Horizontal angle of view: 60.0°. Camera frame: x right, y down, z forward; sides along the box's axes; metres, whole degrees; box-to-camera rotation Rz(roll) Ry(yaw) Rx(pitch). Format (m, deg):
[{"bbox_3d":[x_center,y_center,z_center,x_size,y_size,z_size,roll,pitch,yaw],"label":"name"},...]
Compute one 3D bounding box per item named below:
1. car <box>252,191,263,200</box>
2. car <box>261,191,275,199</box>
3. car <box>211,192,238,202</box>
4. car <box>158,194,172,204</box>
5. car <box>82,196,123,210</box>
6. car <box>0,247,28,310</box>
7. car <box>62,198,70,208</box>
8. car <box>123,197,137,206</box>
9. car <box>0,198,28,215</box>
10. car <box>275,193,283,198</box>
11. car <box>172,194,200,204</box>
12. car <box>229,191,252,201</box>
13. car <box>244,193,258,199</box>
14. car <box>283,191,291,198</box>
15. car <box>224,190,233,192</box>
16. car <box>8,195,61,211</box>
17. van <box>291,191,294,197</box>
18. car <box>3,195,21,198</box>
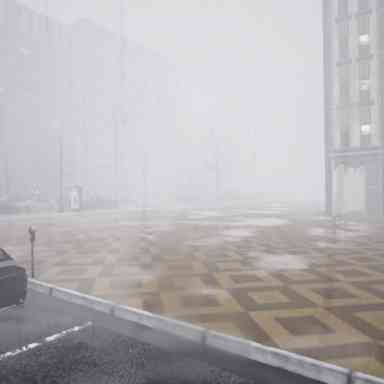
[{"bbox_3d":[12.419,1.041,68.637,1.802,1.307,4.206,-1,0,36],"label":"car"},{"bbox_3d":[15.657,0.736,73.114,2.192,1.841,5.009,-1,0,36],"label":"car"},{"bbox_3d":[5.938,1.088,59.681,2.008,1.369,4.403,-1,0,36],"label":"car"},{"bbox_3d":[-3.625,1.159,56.268,1.882,1.535,5.008,-1,0,36],"label":"car"},{"bbox_3d":[-10.266,1.181,37.292,1.967,1.590,4.097,-1,0,36],"label":"car"},{"bbox_3d":[-4.979,1.552,6.596,4.403,1.369,2.008,0,-1,35],"label":"car"},{"bbox_3d":[-17.053,1.409,42.207,1.887,1.381,4.507,0,0,36],"label":"car"},{"bbox_3d":[-10.143,1.365,47.337,1.895,1.301,4.718,-1,0,36],"label":"car"},{"bbox_3d":[-16.746,1.408,28.336,1.802,1.307,4.206,-1,0,36],"label":"car"},{"bbox_3d":[18.900,0.933,77.592,2.008,1.369,4.403,-1,0,36],"label":"car"},{"bbox_3d":[-0.545,1.057,50.725,1.967,1.590,4.097,-1,0,36],"label":"car"},{"bbox_3d":[9.178,1.043,64.159,1.887,1.381,4.507,-1,0,36],"label":"car"},{"bbox_3d":[15.354,1.034,86.985,1.947,1.339,4.313,-1,0,36],"label":"car"},{"bbox_3d":[22.141,0.927,82.070,1.802,1.307,4.206,-1,0,36],"label":"car"},{"bbox_3d":[8.210,0.737,67.268,2.150,2.045,5.566,-1,-1,36],"label":"car"},{"bbox_3d":[-17.481,1.385,37.231,1.812,1.442,4.674,-1,0,36],"label":"car"},{"bbox_3d":[25.380,0.650,86.548,1.690,1.788,3.998,-1,0,36],"label":"van"},{"bbox_3d":[-20.296,1.222,37.728,2.192,1.841,5.009,0,0,36],"label":"car"}]
